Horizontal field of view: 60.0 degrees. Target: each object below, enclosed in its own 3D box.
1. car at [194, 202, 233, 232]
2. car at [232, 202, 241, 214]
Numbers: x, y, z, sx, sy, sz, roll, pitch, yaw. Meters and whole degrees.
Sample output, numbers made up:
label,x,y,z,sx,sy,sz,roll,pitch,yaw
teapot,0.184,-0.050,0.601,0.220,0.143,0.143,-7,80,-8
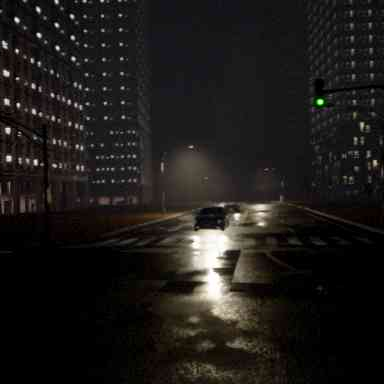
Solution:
label,x,y,z,sx,sy,sz,roll,pitch,yaw
car,1.371,1.699,22.000,1.882,1.535,5.008,-2,0,11
car,4.773,1.857,39.879,1.994,1.385,4.181,-2,-1,11
